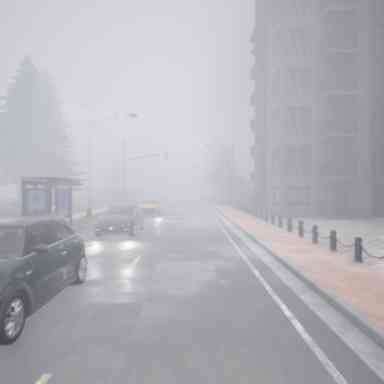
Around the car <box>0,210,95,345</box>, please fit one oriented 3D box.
[{"bbox_3d":[-3.606,1.308,6.256,2.097,1.767,4.553,0,0,0],"label":"car"}]

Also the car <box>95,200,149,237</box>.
[{"bbox_3d":[-3.609,1.385,17.240,1.837,1.490,4.892,0,0,0],"label":"car"}]

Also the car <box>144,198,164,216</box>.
[{"bbox_3d":[-3.575,1.272,29.627,1.882,1.535,5.008,0,1,0],"label":"car"}]
